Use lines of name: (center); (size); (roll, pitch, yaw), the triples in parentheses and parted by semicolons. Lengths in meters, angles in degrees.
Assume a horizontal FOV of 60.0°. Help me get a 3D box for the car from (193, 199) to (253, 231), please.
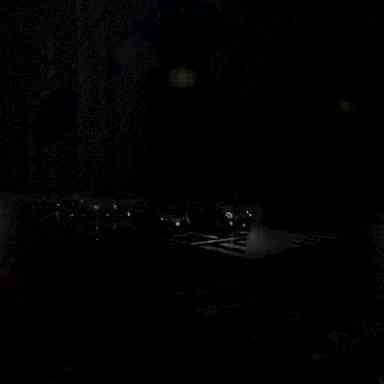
car: (1.548, 1.254, 20.316); (2.097, 1.767, 4.553); (-1, 1, -37)

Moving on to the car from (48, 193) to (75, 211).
car: (-14.863, 1.261, 37.526); (1.837, 1.490, 4.892); (-1, 2, -36)

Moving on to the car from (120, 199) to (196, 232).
car: (-2.202, 1.427, 19.882); (2.128, 1.511, 4.902); (-1, 1, -36)

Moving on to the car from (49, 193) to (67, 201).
car: (-26.128, 0.986, 64.663); (2.033, 1.411, 5.357); (-1, 1, -36)

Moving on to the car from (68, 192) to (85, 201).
car: (-22.918, 0.878, 65.762); (1.882, 1.535, 5.008); (-1, 1, -36)

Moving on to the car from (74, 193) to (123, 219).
car: (-7.892, 1.208, 27.800); (2.097, 1.767, 4.553); (-1, 1, -36)

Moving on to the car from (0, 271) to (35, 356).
car: (-4.221, 1.545, 3.641); (4.507, 1.381, 1.887); (0, -1, -36)
